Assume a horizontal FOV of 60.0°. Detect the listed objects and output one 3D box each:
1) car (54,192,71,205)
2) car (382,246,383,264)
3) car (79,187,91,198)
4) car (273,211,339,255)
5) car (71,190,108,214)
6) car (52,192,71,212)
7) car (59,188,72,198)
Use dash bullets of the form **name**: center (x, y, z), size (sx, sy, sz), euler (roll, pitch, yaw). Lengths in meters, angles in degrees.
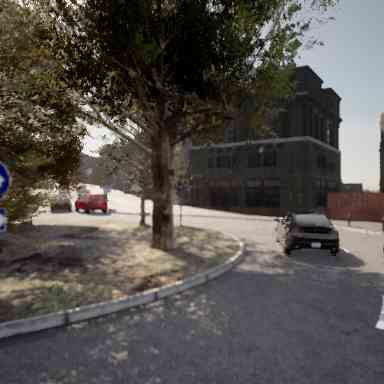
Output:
- **car**: center (-17.992, 0.874, 46.359), size (1.895, 1.301, 4.718), euler (0, 4, -17)
- **car**: center (6.331, 1.602, 8.604), size (1.994, 1.385, 4.181), euler (0, 0, 22)
- **car**: center (-18.163, 0.105, 56.281), size (1.882, 1.535, 5.008), euler (0, 4, -20)
- **car**: center (4.521, 1.544, 13.571), size (1.837, 1.490, 4.892), euler (2, 0, 8)
- **car**: center (-10.867, 1.180, 35.799), size (2.150, 2.045, 5.566), euler (0, 2, -36)
- **car**: center (-14.844, 1.193, 37.714), size (2.097, 1.767, 4.553), euler (0, 3, -23)
- **car**: center (-21.144, 0.132, 55.720), size (2.033, 1.411, 5.357), euler (0, 4, -20)
